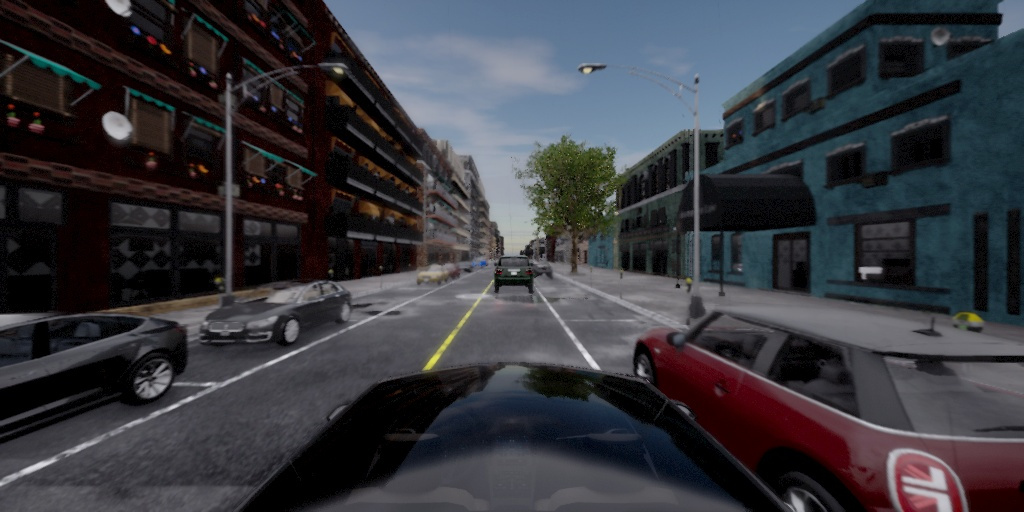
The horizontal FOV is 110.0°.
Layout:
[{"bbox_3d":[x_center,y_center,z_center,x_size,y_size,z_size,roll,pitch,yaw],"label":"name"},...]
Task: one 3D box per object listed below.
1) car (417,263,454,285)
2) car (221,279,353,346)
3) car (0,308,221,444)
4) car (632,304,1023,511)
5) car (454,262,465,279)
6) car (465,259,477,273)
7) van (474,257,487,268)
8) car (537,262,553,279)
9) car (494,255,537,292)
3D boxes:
[{"bbox_3d":[-5.689,1.287,26.215,1.751,1.417,4.829,0,0,0],"label":"car"},{"bbox_3d":[-5.690,1.303,9.294,2.007,1.370,4.403,0,0,0],"label":"car"},{"bbox_3d":[-5.690,1.316,3.598,1.948,1.339,4.313,0,0,0],"label":"car"},{"bbox_3d":[2.690,1.190,3.595,1.967,1.591,4.097,0,0,0],"label":"car"},{"bbox_3d":[-5.688,1.310,32.082,1.888,1.381,4.507,0,0,0],"label":"car"},{"bbox_3d":[-5.687,1.342,43.474,1.948,1.339,4.313,0,0,0],"label":"car"},{"bbox_3d":[-5.685,1.144,60.565,1.690,1.789,3.998,0,0,0],"label":"van"},{"bbox_3d":[2.693,1.315,32.078,2.007,1.370,4.403,0,0,0],"label":"car"},{"bbox_3d":[0.102,0.979,21.277,2.150,2.045,5.566,0,0,0],"label":"car"}]
